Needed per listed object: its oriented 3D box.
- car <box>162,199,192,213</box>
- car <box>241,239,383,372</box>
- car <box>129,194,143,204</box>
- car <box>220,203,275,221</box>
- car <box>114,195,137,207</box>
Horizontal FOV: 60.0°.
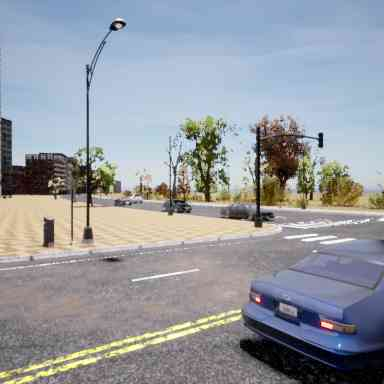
[{"bbox_3d":[-1.766,1.588,38.215,1.837,1.490,4.892,0,0,-32],"label":"car"},{"bbox_3d":[3.303,1.547,5.655,5.357,1.411,2.033,0,0,-34],"label":"car"},{"bbox_3d":[-11.976,1.335,68.848,2.150,2.045,5.566,0,0,-29],"label":"car"},{"bbox_3d":[4.497,1.604,28.040,2.033,1.411,5.357,0,0,-31],"label":"car"},{"bbox_3d":[-11.257,1.614,54.120,2.128,1.511,4.902,0,0,-30],"label":"car"}]
